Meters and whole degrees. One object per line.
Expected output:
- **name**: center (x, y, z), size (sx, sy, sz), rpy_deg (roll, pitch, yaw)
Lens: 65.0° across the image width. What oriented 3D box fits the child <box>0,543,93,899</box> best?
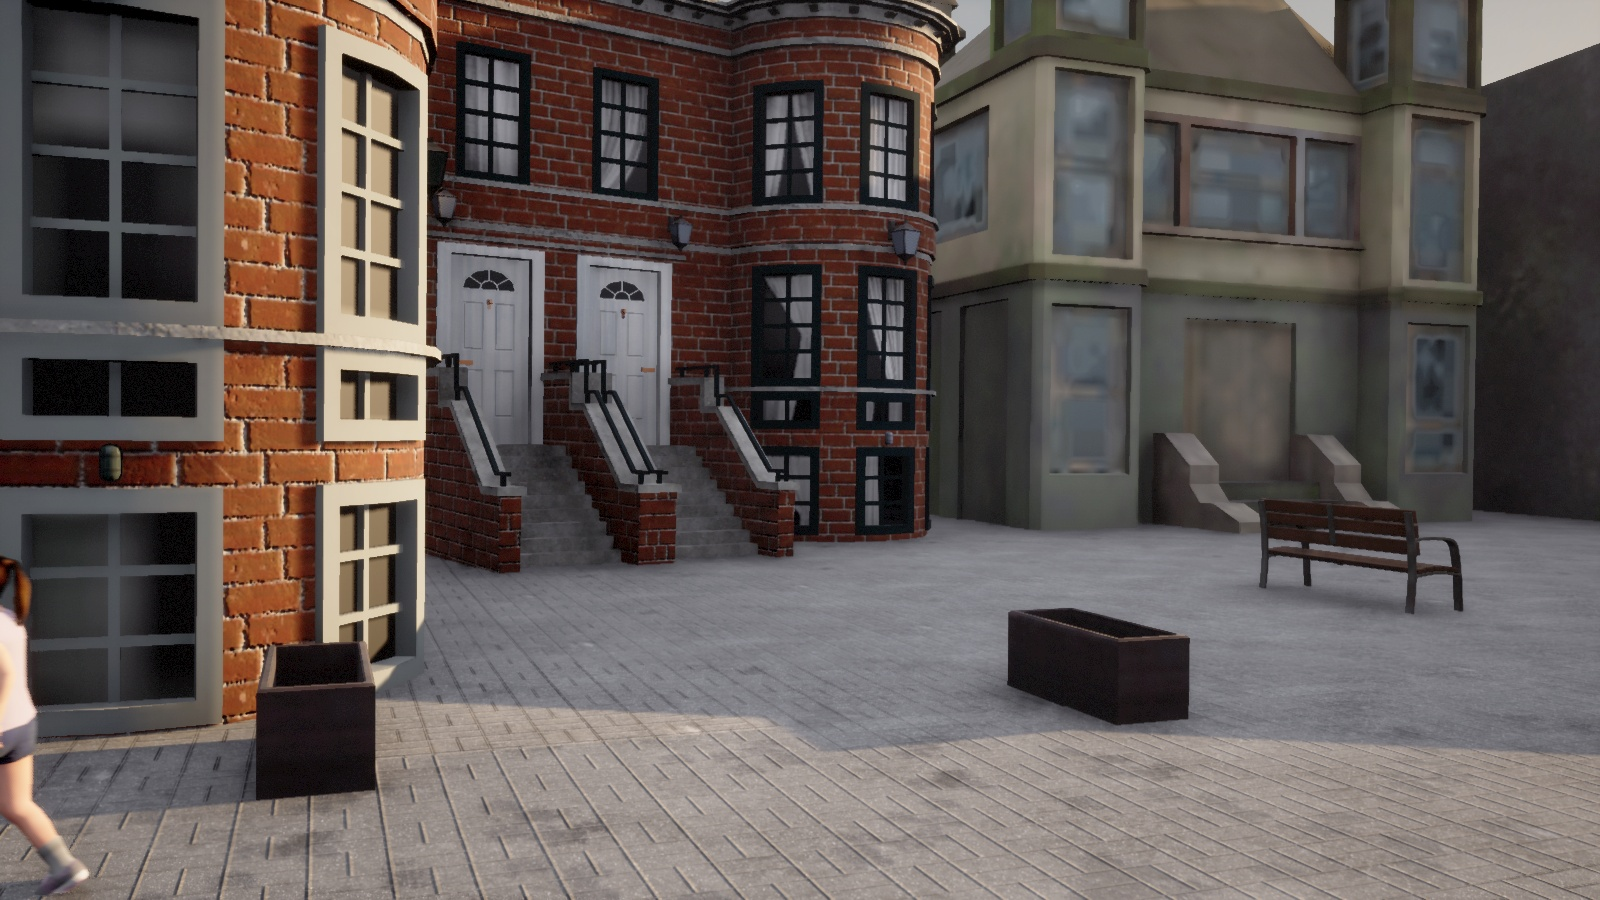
- **child**: center (-2.415, 0.852, 3.795), size (0.394, 1.110, 0.255), rpy_deg (-1, 1, -5)
